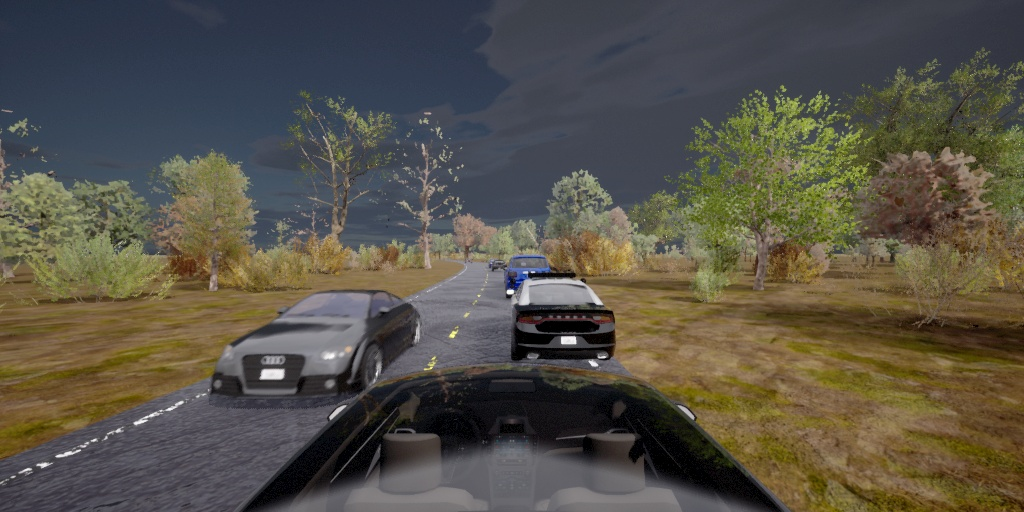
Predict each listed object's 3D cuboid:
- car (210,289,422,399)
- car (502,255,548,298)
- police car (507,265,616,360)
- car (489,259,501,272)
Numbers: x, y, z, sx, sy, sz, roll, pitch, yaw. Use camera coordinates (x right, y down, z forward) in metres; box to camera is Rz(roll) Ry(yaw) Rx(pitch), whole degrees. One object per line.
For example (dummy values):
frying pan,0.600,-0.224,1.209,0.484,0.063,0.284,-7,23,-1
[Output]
car,-3.039,1.313,6.532,1.994,1.385,4.181,0,0,0
car,0.736,0.972,18.411,2.150,2.045,5.566,0,0,-2
police car,0.908,1.174,8.443,1.930,1.638,5.238,0,0,0
car,-1.737,1.254,46.942,1.837,1.490,4.892,0,0,-5
